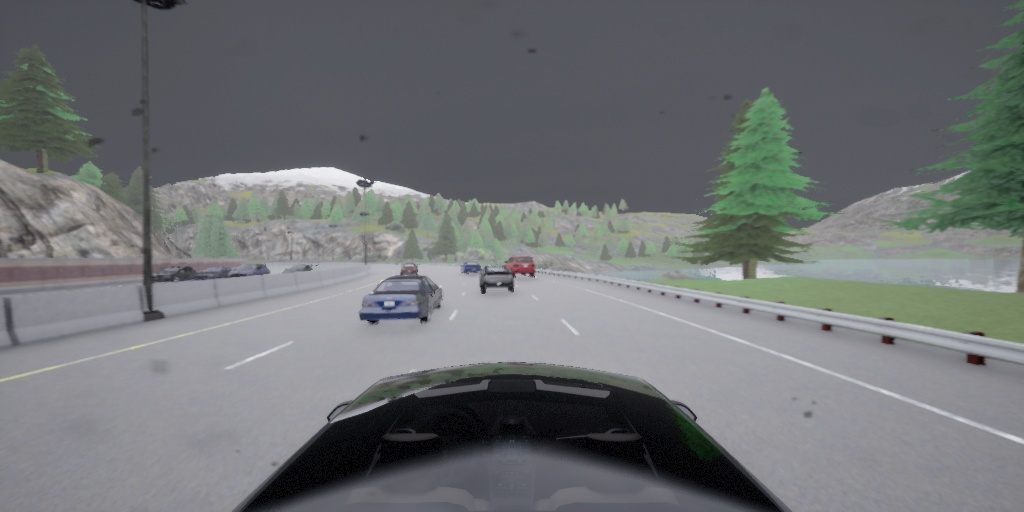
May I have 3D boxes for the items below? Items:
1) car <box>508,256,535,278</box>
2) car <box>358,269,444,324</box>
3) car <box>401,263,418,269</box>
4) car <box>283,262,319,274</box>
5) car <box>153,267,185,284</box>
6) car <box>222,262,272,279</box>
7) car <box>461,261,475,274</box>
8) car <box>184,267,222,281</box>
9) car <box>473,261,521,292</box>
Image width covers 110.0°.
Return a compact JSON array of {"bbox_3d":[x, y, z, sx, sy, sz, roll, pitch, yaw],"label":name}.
[{"bbox_3d":[0.624,1.009,34.505,2.150,2.045,5.566,0,0,-12],"label":"car"},{"bbox_3d":[-3.545,1.364,12.337,2.033,1.411,5.357,-1,0,-4],"label":"car"},{"bbox_3d":[-11.905,1.506,41.627,1.812,1.442,4.674,0,0,-16],"label":"car"},{"bbox_3d":[-21.816,1.625,36.820,1.837,1.490,4.892,-1,0,-13],"label":"car"},{"bbox_3d":[-31.929,1.769,33.998,1.837,1.490,4.892,-1,0,-13],"label":"car"},{"bbox_3d":[-24.738,1.511,33.914,2.097,1.767,4.553,-1,0,-13],"label":"car"},{"bbox_3d":[-4.993,1.358,42.931,1.882,1.535,5.008,0,0,-15],"label":"car"},{"bbox_3d":[-28.447,1.761,34.658,2.033,1.411,5.357,-1,0,-13],"label":"car"},{"bbox_3d":[-1.022,1.284,21.567,2.128,1.511,4.902,-1,0,-7],"label":"car"}]
